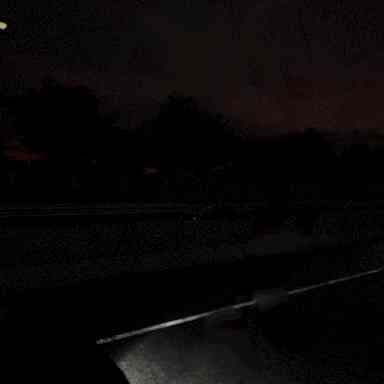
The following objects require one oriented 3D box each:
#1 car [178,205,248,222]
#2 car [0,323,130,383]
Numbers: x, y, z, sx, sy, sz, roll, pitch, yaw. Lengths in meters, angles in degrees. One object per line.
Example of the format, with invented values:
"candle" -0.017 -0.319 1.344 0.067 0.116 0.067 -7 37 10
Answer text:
"car" 1.452 1.746 22.226 4.718 1.301 1.895 1 0 -35
"car" -2.967 1.531 1.752 5.357 1.411 2.033 1 0 -36
